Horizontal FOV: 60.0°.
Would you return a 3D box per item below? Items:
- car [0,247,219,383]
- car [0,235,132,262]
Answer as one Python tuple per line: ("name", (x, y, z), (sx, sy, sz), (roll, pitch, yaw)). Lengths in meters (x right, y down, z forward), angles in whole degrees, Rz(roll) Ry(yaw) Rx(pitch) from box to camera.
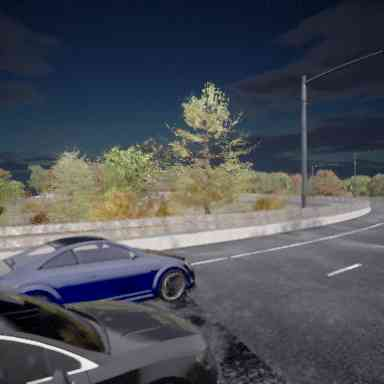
("car", (-1.986, 1.525, 2.492), (4.892, 1.490, 1.837), (0, 0, -36))
("car", (-1.968, 1.604, 6.875), (4.181, 1.385, 1.994), (0, 0, -37))
